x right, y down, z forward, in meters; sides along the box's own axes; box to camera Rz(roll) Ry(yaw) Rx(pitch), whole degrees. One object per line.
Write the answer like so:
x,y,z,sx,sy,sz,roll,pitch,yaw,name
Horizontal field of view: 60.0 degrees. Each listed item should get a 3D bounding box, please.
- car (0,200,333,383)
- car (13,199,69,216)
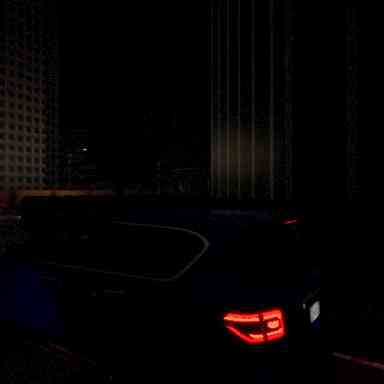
-1.018,1.222,4.713,5.566,2.045,2.150,0,0,35,car
-15.465,1.541,34.395,1.882,1.535,5.008,0,0,35,car
